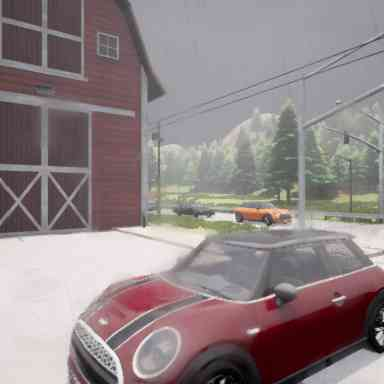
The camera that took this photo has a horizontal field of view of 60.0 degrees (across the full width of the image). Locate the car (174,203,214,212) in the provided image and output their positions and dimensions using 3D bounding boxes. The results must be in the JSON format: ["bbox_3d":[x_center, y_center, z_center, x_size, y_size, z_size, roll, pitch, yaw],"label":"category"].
[{"bbox_3d":[0.061,1.771,33.457,2.033,1.411,5.357,0,0,-34],"label":"car"}]

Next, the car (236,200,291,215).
[{"bbox_3d":[5.438,1.525,25.599,2.097,1.767,4.553,0,0,-34],"label":"car"}]

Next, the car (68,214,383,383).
[{"bbox_3d":[0.774,1.363,4.542,4.553,1.767,2.097,0,0,-35],"label":"car"}]

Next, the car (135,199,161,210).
[{"bbox_3d":[-6.605,1.849,49.579,1.812,1.442,4.674,0,0,-34],"label":"car"}]

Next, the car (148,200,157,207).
[{"bbox_3d":[-5.559,1.841,41.674,1.994,1.385,4.181,0,0,-35],"label":"car"}]
